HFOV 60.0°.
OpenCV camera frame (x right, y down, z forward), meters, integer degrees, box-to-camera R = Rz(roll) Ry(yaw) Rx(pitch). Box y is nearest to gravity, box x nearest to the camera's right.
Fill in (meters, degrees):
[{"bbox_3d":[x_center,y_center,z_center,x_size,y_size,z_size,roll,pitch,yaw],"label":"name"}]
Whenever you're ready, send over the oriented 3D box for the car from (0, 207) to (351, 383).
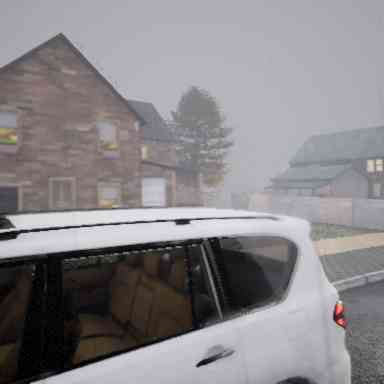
[{"bbox_3d":[-1.275,1.181,2.251,5.566,2.045,2.150,0,1,-33],"label":"car"}]
